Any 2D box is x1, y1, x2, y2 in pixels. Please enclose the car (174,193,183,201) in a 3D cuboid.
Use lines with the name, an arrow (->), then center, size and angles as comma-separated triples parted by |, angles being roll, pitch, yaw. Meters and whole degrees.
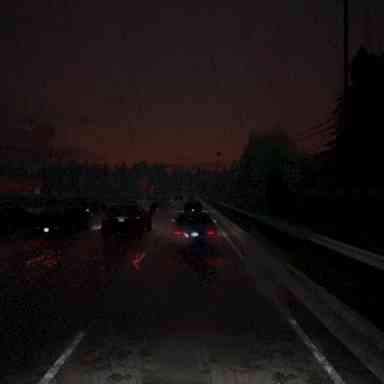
car -> -3.530, 1.406, 87.915 | 2.150, 2.045, 5.566 | 0, 0, 0

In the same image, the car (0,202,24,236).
car -> -10.406, 1.542, 18.763 | 1.837, 1.490, 4.892 | 0, 0, 0

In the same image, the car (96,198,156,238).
car -> -3.407, 1.391, 18.161 | 2.097, 1.767, 4.553 | 0, 0, 0

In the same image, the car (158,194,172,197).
car -> -7.030, 1.720, 87.883 | 2.033, 1.411, 5.357 | 0, 0, 0

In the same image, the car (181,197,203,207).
car -> 0.088, 1.582, 35.612 | 1.837, 1.490, 4.892 | 0, 0, 0

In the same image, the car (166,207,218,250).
car -> 0.096, 1.579, 14.443 | 2.033, 1.411, 5.357 | 0, 0, 0

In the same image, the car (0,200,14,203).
car -> -19.406, 1.576, 34.719 | 1.837, 1.490, 4.892 | 1, 0, -26

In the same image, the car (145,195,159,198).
car -> -10.530, 1.680, 87.882 | 1.837, 1.490, 4.892 | 0, 0, 0

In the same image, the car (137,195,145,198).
car -> -14.030, 1.734, 88.298 | 1.994, 1.385, 4.181 | 0, 0, 0

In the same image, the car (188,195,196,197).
car -> -0.030, 1.537, 88.273 | 2.097, 1.767, 4.553 | 0, 0, 0

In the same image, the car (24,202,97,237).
car -> -6.906, 1.543, 18.197 | 1.837, 1.490, 4.892 | 0, 0, 0

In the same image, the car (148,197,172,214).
car -> -3.412, 1.581, 35.578 | 1.837, 1.490, 4.892 | 0, 0, 0

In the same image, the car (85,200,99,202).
car -> -10.411, 1.580, 35.590 | 1.837, 1.490, 4.892 | 0, 0, 0
